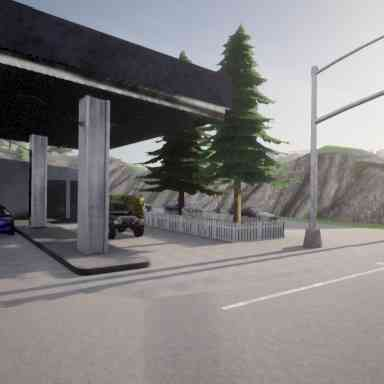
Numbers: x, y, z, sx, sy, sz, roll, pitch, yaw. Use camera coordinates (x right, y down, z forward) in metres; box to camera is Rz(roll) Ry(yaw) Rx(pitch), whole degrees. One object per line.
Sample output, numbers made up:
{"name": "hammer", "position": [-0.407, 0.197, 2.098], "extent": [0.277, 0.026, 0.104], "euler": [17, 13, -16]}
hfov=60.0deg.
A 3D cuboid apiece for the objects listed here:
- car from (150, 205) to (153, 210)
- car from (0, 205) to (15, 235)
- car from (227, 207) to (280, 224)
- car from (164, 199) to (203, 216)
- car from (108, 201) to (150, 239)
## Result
{"name": "car", "position": [-6.889, 1.666, 41.467], "extent": [2.033, 1.411, 5.357], "euler": [1, 0, -34]}
{"name": "car", "position": [-11.376, 1.525, 18.673], "extent": [2.242, 1.667, 4.611], "euler": [1, 0, -35]}
{"name": "car", "position": [4.548, 1.815, 24.883], "extent": [1.994, 1.385, 4.181], "euler": [1, 0, -35]}
{"name": "car", "position": [-0.856, 1.541, 32.721], "extent": [2.097, 1.767, 4.553], "euler": [1, 0, -35]}
{"name": "car", "position": [-4.248, 1.448, 18.395], "extent": [1.905, 1.878, 3.866], "euler": [1, 0, -35]}
